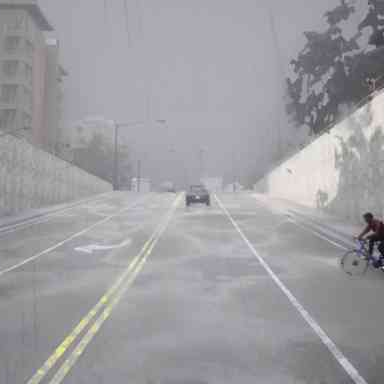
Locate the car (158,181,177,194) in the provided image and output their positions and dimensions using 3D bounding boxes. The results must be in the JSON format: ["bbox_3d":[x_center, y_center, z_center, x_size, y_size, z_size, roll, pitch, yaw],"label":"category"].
[{"bbox_3d":[-2.971,-0.555,41.000,1.812,1.442,4.674,0,4,1],"label":"car"}]

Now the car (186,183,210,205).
[{"bbox_3d":[0.490,0.269,28.718,1.994,1.385,4.181,0,4,1],"label":"car"}]

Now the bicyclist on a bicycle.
[{"bbox_3d":[4.646,1.352,8.469,1.656,1.620,0.582,0,1,1],"label":"bicyclist on a bicycle"}]
